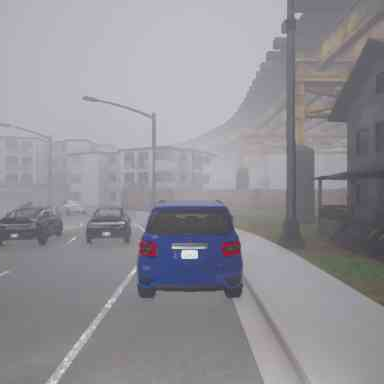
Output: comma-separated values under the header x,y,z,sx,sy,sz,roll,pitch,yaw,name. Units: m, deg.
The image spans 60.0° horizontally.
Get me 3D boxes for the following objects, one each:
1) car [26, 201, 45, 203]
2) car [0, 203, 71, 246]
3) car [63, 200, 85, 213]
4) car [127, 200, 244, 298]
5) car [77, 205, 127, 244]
x,y,z,sx,sy,sz,roll,pitch,yaw,name
-14.839,1.564,31.354,2.033,1.411,5.357,0,0,-41,car
-7.330,1.496,15.364,2.128,1.511,4.902,0,0,-9,car
-12.194,1.533,33.647,1.812,1.442,4.674,0,0,-41,car
-0.039,1.220,8.680,2.150,2.045,5.566,0,0,0,car
-3.877,1.496,15.934,2.128,1.511,4.902,0,0,-9,car
